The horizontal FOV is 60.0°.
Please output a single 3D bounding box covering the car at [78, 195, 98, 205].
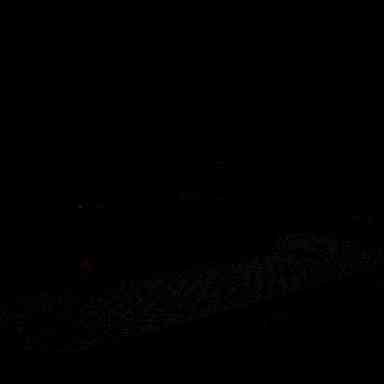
[{"bbox_3d":[-15.446,1.242,49.177,1.837,1.490,4.892,-3,2,-36],"label":"car"}]
